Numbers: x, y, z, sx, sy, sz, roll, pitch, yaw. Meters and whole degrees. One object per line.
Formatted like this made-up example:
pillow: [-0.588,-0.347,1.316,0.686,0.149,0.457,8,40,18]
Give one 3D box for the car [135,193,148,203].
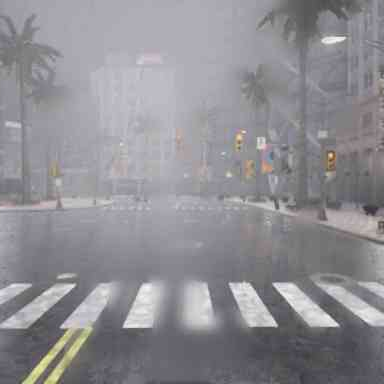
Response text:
car: [-8.005,0.939,52.492,2.128,1.511,4.902,0,1,-13]
